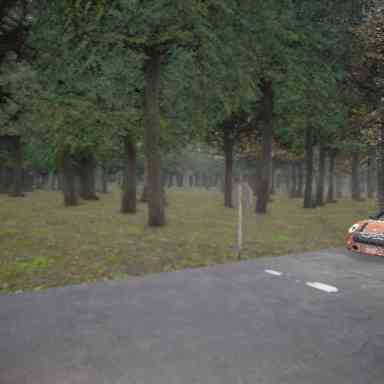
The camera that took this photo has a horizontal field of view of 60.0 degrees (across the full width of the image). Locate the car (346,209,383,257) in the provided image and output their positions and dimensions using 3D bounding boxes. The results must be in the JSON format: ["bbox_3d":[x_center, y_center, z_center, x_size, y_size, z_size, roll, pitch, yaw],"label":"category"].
[{"bbox_3d":[7.493,1.257,11.604,4.553,1.767,2.097,0,2,-32],"label":"car"}]
